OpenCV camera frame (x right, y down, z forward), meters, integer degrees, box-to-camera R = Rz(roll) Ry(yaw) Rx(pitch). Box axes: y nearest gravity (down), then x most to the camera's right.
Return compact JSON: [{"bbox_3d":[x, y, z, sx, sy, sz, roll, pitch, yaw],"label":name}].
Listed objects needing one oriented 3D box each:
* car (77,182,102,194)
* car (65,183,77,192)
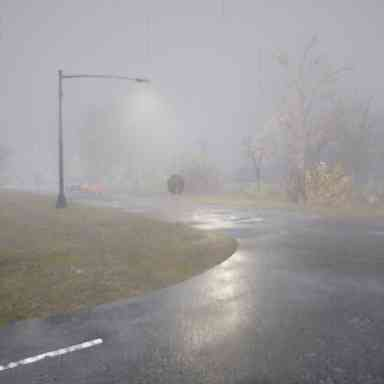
[{"bbox_3d":[-15.045,-0.644,49.326,2.097,1.767,4.553,-1,2,-34],"label":"car"},{"bbox_3d":[-20.444,-0.830,57.296,1.882,1.535,5.008,-1,2,-34],"label":"car"}]
